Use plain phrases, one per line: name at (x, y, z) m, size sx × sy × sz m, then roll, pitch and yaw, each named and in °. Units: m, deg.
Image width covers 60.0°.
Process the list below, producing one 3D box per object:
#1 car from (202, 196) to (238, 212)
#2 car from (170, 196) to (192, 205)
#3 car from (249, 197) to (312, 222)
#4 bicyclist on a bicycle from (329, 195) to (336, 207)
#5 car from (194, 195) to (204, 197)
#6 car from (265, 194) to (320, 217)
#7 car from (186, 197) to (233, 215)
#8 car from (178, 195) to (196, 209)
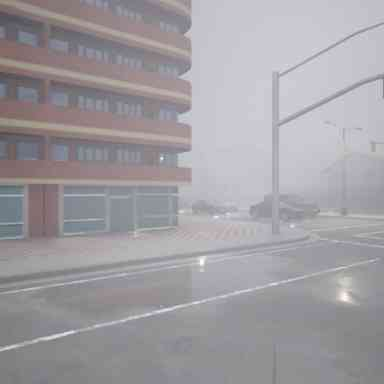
car at (3.290, 1.526, 38.367) m, size 1.812 × 1.442 × 4.674 m, roll 0°, pitch 0°, yaw -35°
car at (-2.086, 1.526, 60.526) m, size 1.812 × 1.442 × 4.674 m, roll 0°, pitch 0°, yaw -34°
car at (6.841, 1.478, 26.991) m, size 1.882 × 1.535 × 5.008 m, roll 0°, pitch 0°, yaw -34°
bicyclist on a bicycle at (19.330, 1.301, 45.873) m, size 1.656 × 1.620 × 0.582 m, roll 0°, pitch 0°, yaw -35°
car at (0.766, 1.352, 62.472) m, size 2.097 × 1.767 × 4.553 m, roll 0°, pitch 0°, yaw -35°
car at (8.827, 1.221, 30.320) m, size 2.150 × 2.045 × 5.566 m, roll 0°, pitch 0°, yaw -34°
car at (1.719, 1.526, 34.469) m, size 1.812 × 1.442 × 4.674 m, roll 0°, pitch 0°, yaw -35°
car at (-1.953, 1.505, 45.972) m, size 1.837 × 1.490 × 4.892 m, roll 0°, pitch 0°, yaw -34°
